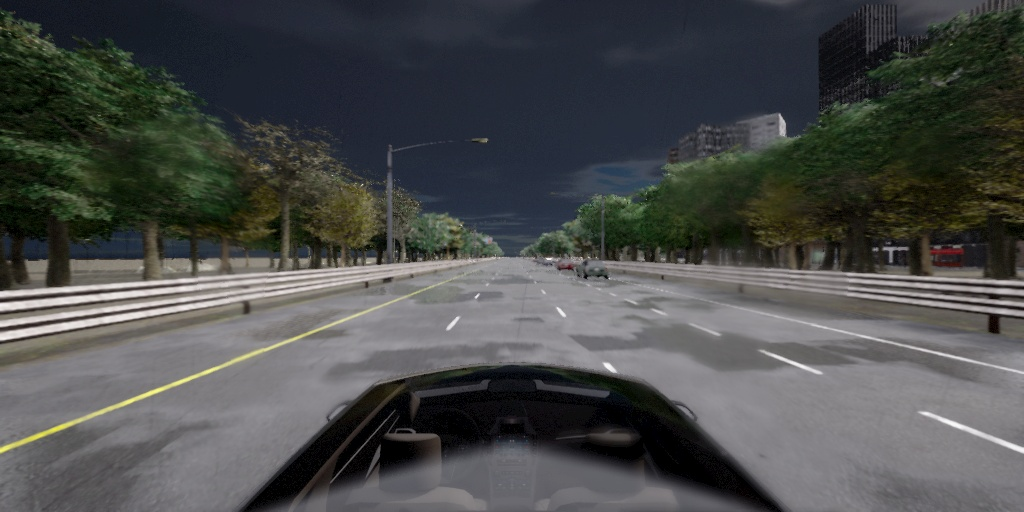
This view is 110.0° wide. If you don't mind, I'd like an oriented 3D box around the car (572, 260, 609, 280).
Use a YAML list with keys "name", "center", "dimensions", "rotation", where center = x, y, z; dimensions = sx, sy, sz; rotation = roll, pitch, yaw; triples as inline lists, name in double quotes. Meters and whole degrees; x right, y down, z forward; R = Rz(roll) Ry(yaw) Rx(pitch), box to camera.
- name: "car"
  center: [7.037, 1.124, 31.896]
  dimensions: [2.097, 1.767, 4.553]
  rotation: [0, 0, 0]

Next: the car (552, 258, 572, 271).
- name: "car"
  center: [7.099, 1.136, 48.922]
  dimensions: [2.097, 1.767, 4.553]
  rotation: [0, 0, 0]
